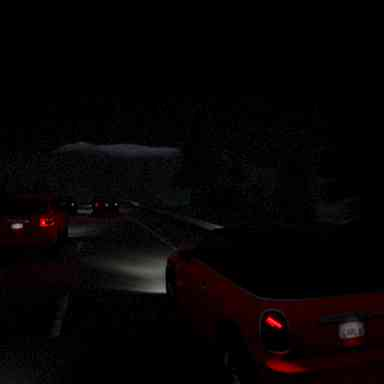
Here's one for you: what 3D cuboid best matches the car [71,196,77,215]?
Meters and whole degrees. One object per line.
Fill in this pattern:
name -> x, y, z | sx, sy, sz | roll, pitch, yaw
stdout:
car -> -11.437, 1.071, 29.819 | 2.097, 1.767, 4.553 | 0, 1, -18

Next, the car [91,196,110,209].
car -> -11.237, 1.189, 40.395 | 2.033, 1.411, 5.357 | 0, 0, -17

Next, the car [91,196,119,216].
car -> -7.691, 1.093, 29.517 | 2.097, 1.767, 4.553 | 0, 0, -18

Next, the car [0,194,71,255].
car -> -6.016, 1.096, 12.594 | 2.150, 2.045, 5.566 | 0, 0, -17

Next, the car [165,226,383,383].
car -> 0.952, 1.318, 5.223 | 2.097, 1.767, 4.553 | 0, 0, -16
